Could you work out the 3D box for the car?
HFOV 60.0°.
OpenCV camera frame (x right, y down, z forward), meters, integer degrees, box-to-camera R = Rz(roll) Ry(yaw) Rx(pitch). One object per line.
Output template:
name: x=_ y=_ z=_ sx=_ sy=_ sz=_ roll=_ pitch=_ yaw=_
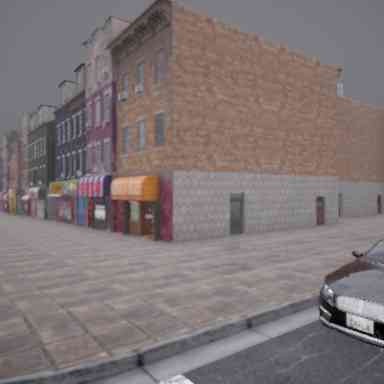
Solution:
car: x=4.210 y=1.466 z=5.855 sx=4.902 sy=1.511 sz=2.128 roll=0 pitch=0 yaw=-36
